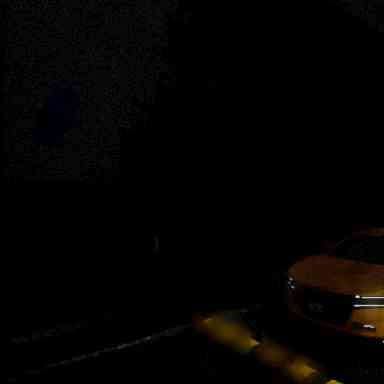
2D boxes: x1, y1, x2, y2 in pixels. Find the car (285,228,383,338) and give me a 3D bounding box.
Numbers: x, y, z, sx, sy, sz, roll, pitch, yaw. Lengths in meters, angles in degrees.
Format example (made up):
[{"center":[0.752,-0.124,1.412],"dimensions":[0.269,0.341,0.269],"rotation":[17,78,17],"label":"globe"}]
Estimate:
[{"center":[3.911,1.478,6.524],"dimensions":[5.008,1.535,1.882],"rotation":[0,0,-36],"label":"car"}]
